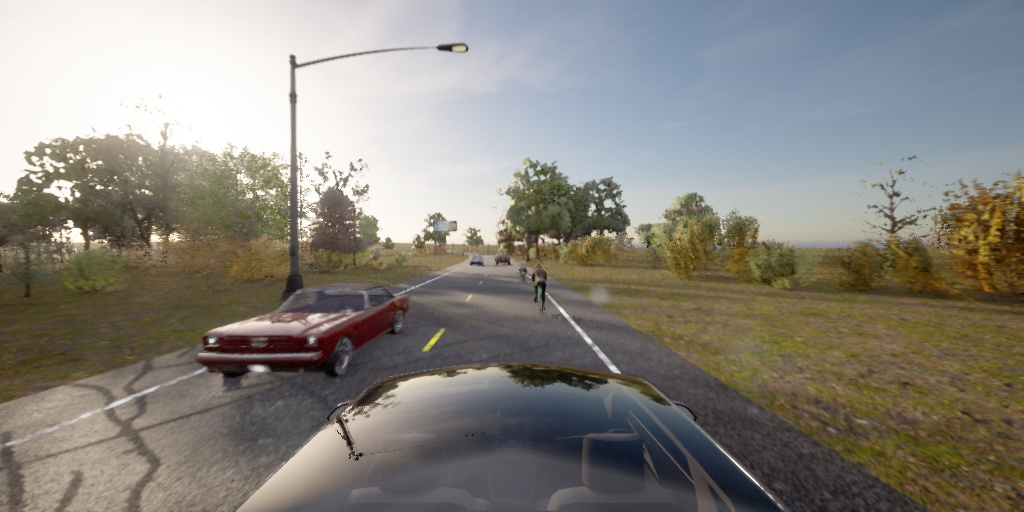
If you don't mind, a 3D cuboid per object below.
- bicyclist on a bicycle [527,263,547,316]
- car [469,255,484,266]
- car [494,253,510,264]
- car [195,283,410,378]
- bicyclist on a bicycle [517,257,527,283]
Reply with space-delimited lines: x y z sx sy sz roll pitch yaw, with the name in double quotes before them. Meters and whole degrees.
"bicyclist on a bicycle" 0.898 1.064 11.652 0.582 1.620 1.656 0 1 -1
"car" -4.719 0.634 48.580 2.033 1.411 5.357 0 1 -2
"car" -1.403 0.336 55.057 2.097 1.767 4.553 0 1 -3
"car" -3.627 1.276 7.328 1.895 1.301 4.718 0 1 0
"bicyclist on a bicycle" 0.718 0.894 22.590 0.866 1.612 1.509 0 1 -1
